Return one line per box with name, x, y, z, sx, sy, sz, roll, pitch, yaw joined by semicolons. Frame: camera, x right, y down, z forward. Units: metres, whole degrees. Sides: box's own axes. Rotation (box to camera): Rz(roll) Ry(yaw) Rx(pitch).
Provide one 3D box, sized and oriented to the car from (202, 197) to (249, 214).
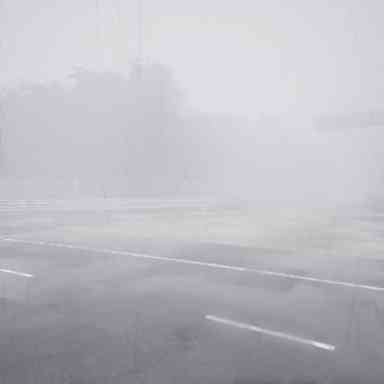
car;3.097;1.184;30.583;4.902;1.511;2.128;0;1;-36
